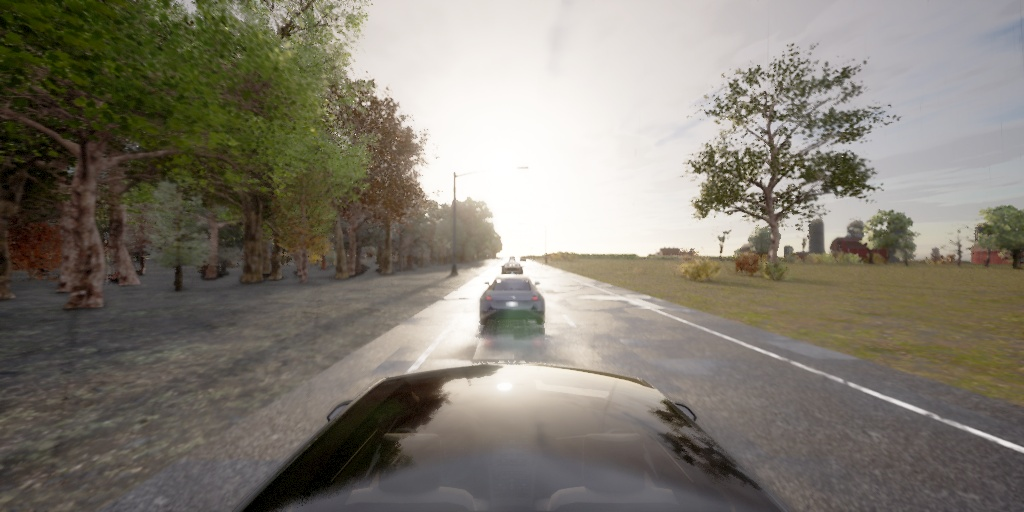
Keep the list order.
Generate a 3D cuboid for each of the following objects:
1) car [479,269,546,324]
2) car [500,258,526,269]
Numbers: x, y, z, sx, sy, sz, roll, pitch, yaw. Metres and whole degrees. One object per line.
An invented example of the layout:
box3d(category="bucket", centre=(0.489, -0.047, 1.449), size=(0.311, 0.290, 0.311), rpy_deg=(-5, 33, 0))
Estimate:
box3d(category="car", centre=(0.008, 1.311, 11.958), size=(1.994, 1.385, 4.181), rpy_deg=(0, 0, 0))
box3d(category="car", centre=(0.019, 1.214, 30.963), size=(1.882, 1.535, 5.008), rpy_deg=(0, 0, 0))
